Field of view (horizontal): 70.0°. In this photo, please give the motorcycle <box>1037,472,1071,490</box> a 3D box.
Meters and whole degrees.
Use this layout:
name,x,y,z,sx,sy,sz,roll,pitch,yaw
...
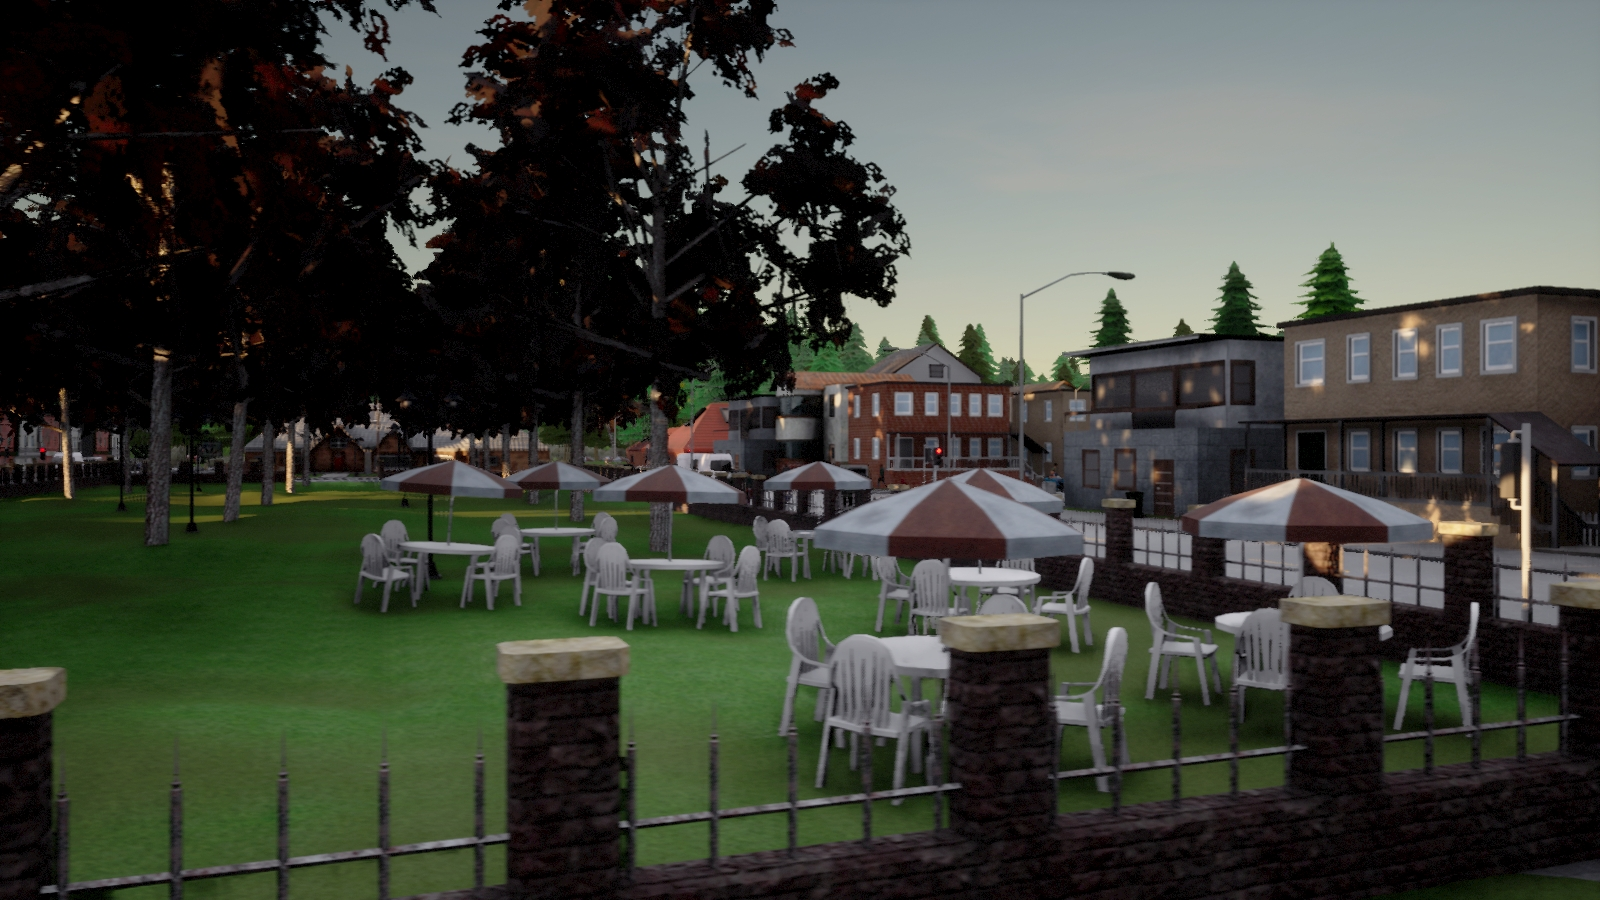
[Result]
name,x,y,z,sx,sy,sz,roll,pitch,yaw
motorcycle,16.785,2.023,75.541,2.033,1.145,0.803,0,0,-20

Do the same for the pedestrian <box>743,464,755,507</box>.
name,x,y,z,sx,sy,sz,roll,pitch,yaw
pedestrian,-2.223,1.536,49.641,0.375,1.860,0.375,0,0,-25

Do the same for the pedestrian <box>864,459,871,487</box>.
name,x,y,z,sx,sy,sz,roll,pitch,yaw
pedestrian,4.475,1.540,75.801,0.375,1.860,0.375,0,0,-27

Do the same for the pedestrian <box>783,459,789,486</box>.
name,x,y,z,sx,sy,sz,roll,pitch,yaw
pedestrian,-0.954,1.535,78.965,0.375,1.860,0.375,0,0,3

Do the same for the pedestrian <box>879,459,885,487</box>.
name,x,y,z,sx,sy,sz,roll,pitch,yaw
pedestrian,5.516,1.539,76.658,0.375,1.860,0.375,0,0,-4
